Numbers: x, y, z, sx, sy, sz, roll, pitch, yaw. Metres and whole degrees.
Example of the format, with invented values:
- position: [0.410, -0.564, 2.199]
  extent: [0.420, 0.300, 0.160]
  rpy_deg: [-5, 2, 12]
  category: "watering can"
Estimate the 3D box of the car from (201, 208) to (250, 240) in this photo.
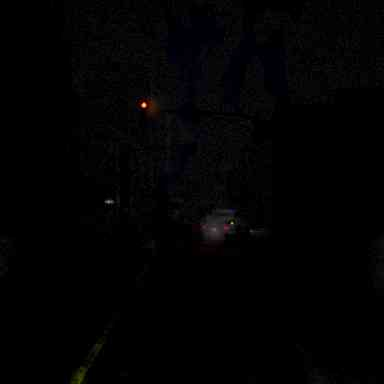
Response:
- position: [1.797, 1.581, 17.306]
  extent: [1.812, 1.442, 4.674]
  rpy_deg: [1, -1, 19]
  category: "car"

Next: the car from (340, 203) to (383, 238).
- position: [10.864, 1.586, 18.483]
  extent: [5.009, 1.841, 2.192]
  rpy_deg: [1, -1, 0]
  category: "car"

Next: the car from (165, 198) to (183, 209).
- position: [-2.719, 1.757, 46.716]
  extent: [1.895, 1.301, 4.718]
  rpy_deg: [0, -1, 0]
  category: "car"
